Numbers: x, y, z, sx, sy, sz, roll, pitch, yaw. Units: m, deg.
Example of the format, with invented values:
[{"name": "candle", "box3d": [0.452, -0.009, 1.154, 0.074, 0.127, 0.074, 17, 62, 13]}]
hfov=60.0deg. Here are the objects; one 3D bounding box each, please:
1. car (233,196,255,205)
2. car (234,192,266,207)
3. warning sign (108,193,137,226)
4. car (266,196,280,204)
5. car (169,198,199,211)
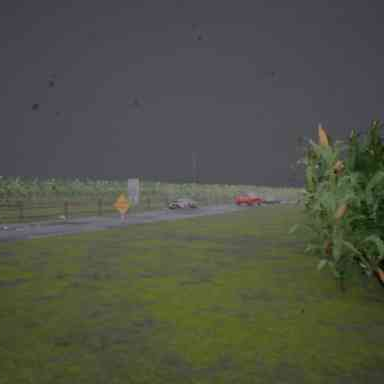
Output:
[{"name": "car", "box3d": [8.535, 1.327, 54.448, 1.994, 1.385, 4.181, 1, 1, 31]}, {"name": "car", "box3d": [8.336, 1.029, 48.430, 2.150, 2.045, 5.566, 1, 1, 32]}, {"name": "warning sign", "box3d": [-4.113, 1.028, 19.779, 1.300, 1.860, 1.060, 1, 1, 29]}, {"name": "car", "box3d": [13.734, 1.356, 57.502, 1.994, 1.385, 4.181, 1, 1, 34]}, {"name": "car", "box3d": [-0.823, 1.354, 37.113, 1.994, 1.385, 4.181, 1, 1, 27]}]
